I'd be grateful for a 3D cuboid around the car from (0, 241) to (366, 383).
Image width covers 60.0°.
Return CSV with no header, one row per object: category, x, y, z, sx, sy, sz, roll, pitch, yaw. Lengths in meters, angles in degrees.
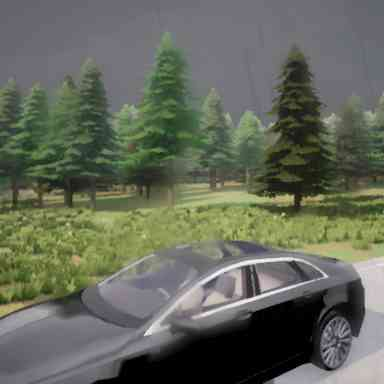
car,0.068,1.429,3.988,4.902,1.511,2.128,-2,1,-32
